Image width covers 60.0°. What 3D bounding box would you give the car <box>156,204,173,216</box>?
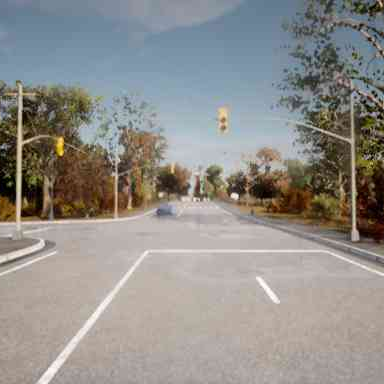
[{"bbox_3d":[-3.512,2.290,43.057,1.882,1.535,5.008,0,0,0],"label":"car"}]
